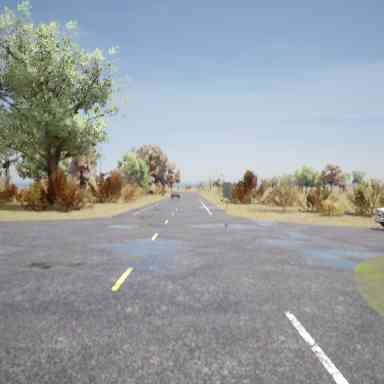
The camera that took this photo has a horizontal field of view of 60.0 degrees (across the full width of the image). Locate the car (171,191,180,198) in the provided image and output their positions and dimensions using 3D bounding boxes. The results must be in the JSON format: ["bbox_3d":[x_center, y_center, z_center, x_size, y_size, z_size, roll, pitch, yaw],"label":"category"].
[{"bbox_3d":[-3.523,0.564,71.073,1.882,1.535,5.008,0,0,0],"label":"car"}]

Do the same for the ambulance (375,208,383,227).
[{"bbox_3d":[14.227,1.188,19.192,6.366,2.431,2.351,3,1,13],"label":"ambulance"}]
